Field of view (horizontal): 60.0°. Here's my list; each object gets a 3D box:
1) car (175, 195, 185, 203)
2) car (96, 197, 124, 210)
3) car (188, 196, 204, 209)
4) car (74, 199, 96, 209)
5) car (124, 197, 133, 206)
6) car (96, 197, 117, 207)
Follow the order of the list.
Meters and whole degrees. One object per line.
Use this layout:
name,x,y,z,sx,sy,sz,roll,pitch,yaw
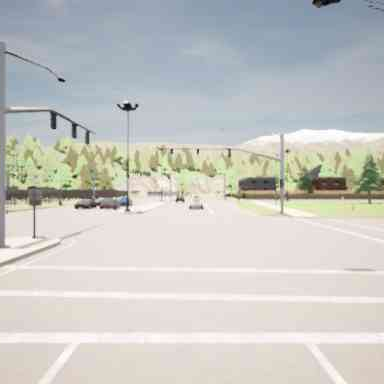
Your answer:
car,-2.523,1.468,71.102,2.128,1.511,4.902,0,0,1
car,-11.004,1.633,44.980,1.994,1.385,4.181,0,0,1
car,0.589,1.596,45.623,1.812,1.442,4.674,0,0,1
car,-14.487,1.618,45.854,2.033,1.411,5.357,0,0,1
car,-10.808,1.561,53.943,1.882,1.535,5.008,0,0,1
car,-14.256,1.633,55.910,2.033,1.411,5.357,0,0,1
